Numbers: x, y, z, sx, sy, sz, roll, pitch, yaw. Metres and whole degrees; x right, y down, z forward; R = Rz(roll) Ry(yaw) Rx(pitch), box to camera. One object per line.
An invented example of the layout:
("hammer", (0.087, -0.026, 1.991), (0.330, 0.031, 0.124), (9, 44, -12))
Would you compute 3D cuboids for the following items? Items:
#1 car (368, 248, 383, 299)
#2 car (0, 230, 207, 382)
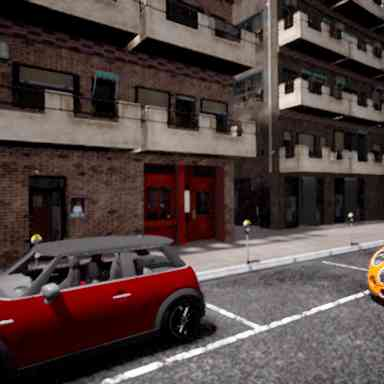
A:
("car", (5.814, 1.342, 7.214), (4.553, 1.767, 2.097), (0, 0, -35))
("car", (-1.854, 1.439, 4.788), (4.097, 1.590, 1.967), (0, -1, -35))
